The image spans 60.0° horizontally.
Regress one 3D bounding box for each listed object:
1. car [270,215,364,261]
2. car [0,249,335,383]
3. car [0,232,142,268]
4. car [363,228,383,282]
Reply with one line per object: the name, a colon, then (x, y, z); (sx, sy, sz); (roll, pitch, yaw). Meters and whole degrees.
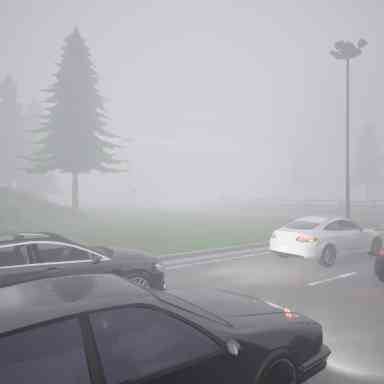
car: (4.653, 1.526, 11.399); (4.674, 1.442, 1.812); (0, 0, -35)
car: (-1.013, 1.547, 3.022); (5.357, 1.411, 2.033); (0, 0, -36)
car: (-2.776, 1.491, 6.065); (4.902, 1.511, 2.128); (0, 0, -35)
car: (6.491, 1.564, 8.416); (4.181, 1.385, 1.994); (0, 0, -35)
